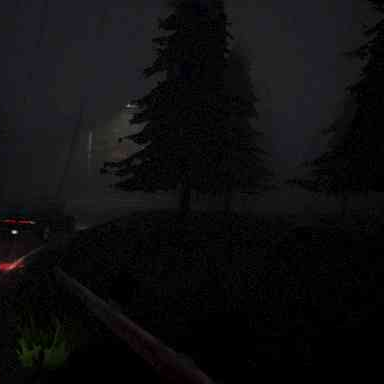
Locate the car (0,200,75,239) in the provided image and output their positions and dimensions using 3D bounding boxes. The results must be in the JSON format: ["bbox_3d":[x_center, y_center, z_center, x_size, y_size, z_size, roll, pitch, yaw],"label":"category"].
[{"bbox_3d":[-7.402,1.410,16.491,1.837,1.490,4.892,4,1,2],"label":"car"}]

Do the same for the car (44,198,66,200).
[{"bbox_3d":[-10.194,0.714,22.661,1.994,1.385,4.181,4,2,7],"label":"car"}]
